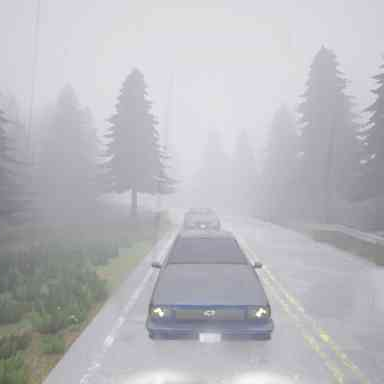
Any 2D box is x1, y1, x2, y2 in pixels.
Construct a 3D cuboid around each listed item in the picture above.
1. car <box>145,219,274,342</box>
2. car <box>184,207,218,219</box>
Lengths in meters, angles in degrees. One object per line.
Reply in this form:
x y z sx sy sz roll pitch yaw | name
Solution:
0.295 1.557 7.095 2.033 1.411 5.357 0 0 1 | car
0.502 1.583 19.211 1.994 1.385 4.181 0 0 -2 | car
